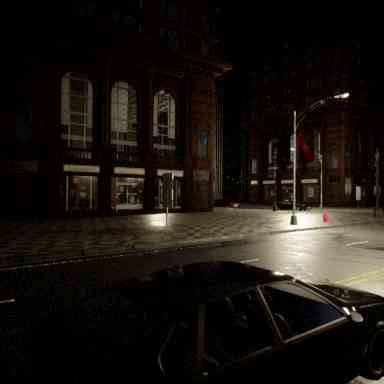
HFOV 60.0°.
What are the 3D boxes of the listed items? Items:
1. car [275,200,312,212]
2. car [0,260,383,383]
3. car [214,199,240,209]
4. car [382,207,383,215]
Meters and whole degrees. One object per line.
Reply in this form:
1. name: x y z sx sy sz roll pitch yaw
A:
1. car: 12.291 1.700 40.699 1.837 1.490 4.892 1 -1 -36
2. car: 0.394 1.548 3.723 5.357 1.411 2.033 0 0 -36
3. car: 5.195 1.776 50.696 1.812 1.442 4.674 1 -1 -35
4. car: 18.763 1.615 28.723 1.837 1.490 4.892 2 -1 -10
